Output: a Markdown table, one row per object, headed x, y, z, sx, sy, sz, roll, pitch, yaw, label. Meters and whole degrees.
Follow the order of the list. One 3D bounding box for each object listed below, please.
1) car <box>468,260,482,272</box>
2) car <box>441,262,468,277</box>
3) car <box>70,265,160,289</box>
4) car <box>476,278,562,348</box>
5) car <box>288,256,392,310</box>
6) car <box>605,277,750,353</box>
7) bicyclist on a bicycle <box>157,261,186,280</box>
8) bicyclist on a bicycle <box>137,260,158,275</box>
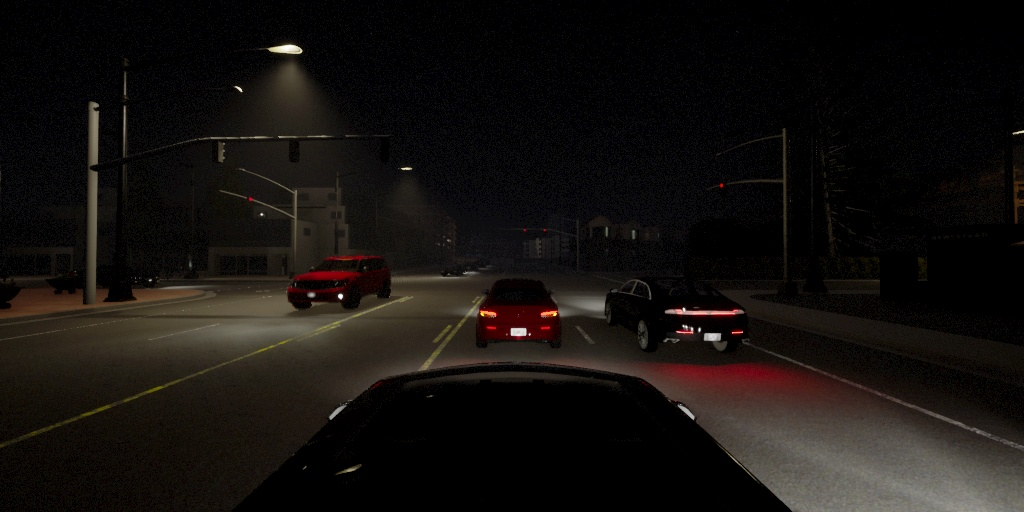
| x | y | z | sx | sy | sz | roll | pitch | yaw | label |
| --- | --- | --- | --- | --- | --- | --- | --- | --- | --- |
| -6.386 | 1.638 | 55.944 | 2.128 | 1.511 | 4.902 | 0 | 0 | 2 | car |
| -6.602 | 1.591 | 40.322 | 2.033 | 1.411 | 5.357 | 0 | -1 | 1 | car |
| -25.852 | 1.332 | 23.285 | 4.892 | 1.490 | 1.837 | 0 | -1 | 1 | car |
| 0.166 | 1.288 | 9.128 | 1.812 | 1.442 | 4.674 | 0 | 0 | 1 | car |
| -6.926 | 1.003 | 15.209 | 2.150 | 2.045 | 5.566 | 0 | 0 | 1 | car |
| 3.657 | 1.250 | 8.882 | 2.128 | 1.511 | 4.902 | 0 | 0 | 1 | car |
| -29.282 | 1.231 | 31.021 | 1.656 | 1.620 | 0.582 | 1 | -1 | -22 | bicyclist on a bicycle |
| -31.151 | 1.125 | 31.271 | 1.656 | 1.620 | 0.582 | 28 | 1 | -25 | bicyclist on a bicycle |
